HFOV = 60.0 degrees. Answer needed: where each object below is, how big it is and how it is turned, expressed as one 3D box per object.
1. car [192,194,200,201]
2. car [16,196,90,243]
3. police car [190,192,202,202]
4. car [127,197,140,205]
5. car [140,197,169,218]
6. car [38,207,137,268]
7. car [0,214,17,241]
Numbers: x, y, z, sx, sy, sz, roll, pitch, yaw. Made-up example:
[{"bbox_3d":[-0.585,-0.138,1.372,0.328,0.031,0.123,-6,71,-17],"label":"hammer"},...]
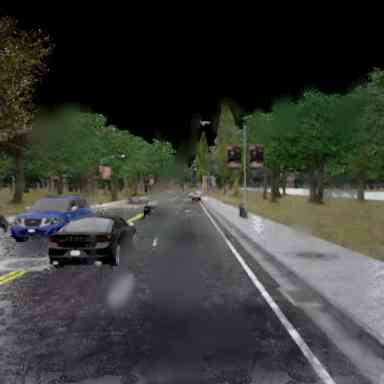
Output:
[{"bbox_3d":[0.972,1.259,79.864,1.837,1.490,4.892,0,0,0],"label":"car"},{"bbox_3d":[-6.601,1.243,16.440,2.150,2.045,5.566,0,0,0],"label":"car"},{"bbox_3d":[0.972,1.251,69.973,1.930,1.638,5.238,0,0,0],"label":"police car"},{"bbox_3d":[-9.797,1.466,56.656,1.994,1.385,4.181,0,0,1],"label":"car"},{"bbox_3d":[-3.151,1.479,29.849,1.882,1.535,5.008,0,0,0],"label":"car"},{"bbox_3d":[-3.151,1.498,11.457,1.882,1.535,5.008,0,0,0],"label":"car"},{"bbox_3d":[-9.850,1.524,14.257,1.837,1.490,4.892,0,1,0],"label":"car"}]
